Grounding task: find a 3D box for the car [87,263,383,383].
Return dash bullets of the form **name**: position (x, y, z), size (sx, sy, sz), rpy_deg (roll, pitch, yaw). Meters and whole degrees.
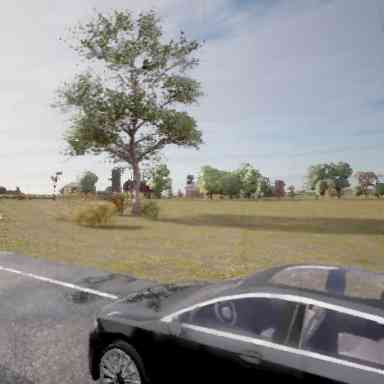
- **car**: position (0.987, 1.498, 3.239), size (4.902, 1.511, 2.128), rpy_deg (0, 0, 36)
